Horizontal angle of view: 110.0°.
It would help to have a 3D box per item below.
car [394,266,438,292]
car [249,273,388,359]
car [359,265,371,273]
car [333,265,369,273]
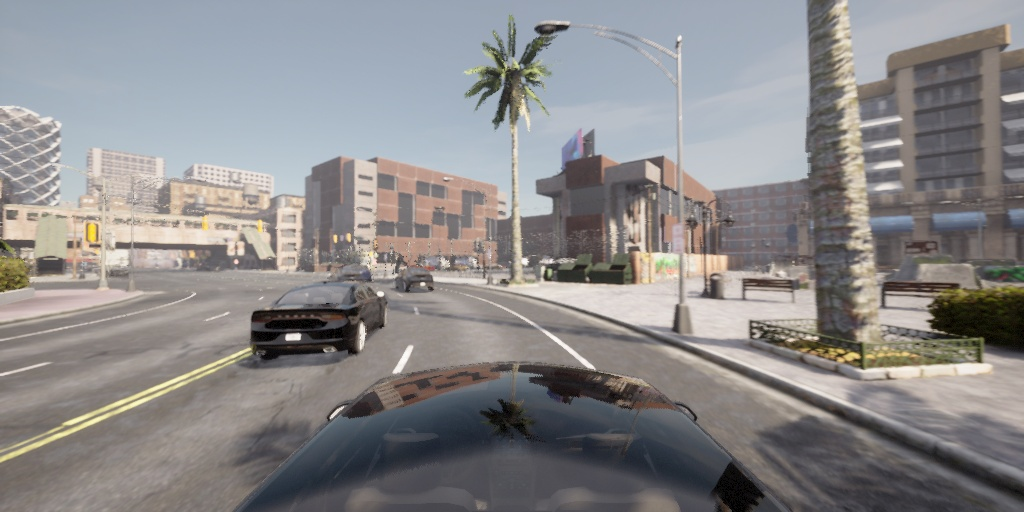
[{"bbox_3d":[-6.852,1.606,24.795,1.837,1.490,4.892,0,-2,-30],"label":"car"},{"bbox_3d":[-4.393,1.355,8.950,1.882,1.535,5.008,0,-1,-10],"label":"car"},{"bbox_3d":[-15.819,1.663,35.596,4.553,1.767,2.097,-1,-1,44],"label":"car"},{"bbox_3d":[-12.613,1.680,27.153,1.837,1.490,4.892,0,-1,-36],"label":"car"}]
